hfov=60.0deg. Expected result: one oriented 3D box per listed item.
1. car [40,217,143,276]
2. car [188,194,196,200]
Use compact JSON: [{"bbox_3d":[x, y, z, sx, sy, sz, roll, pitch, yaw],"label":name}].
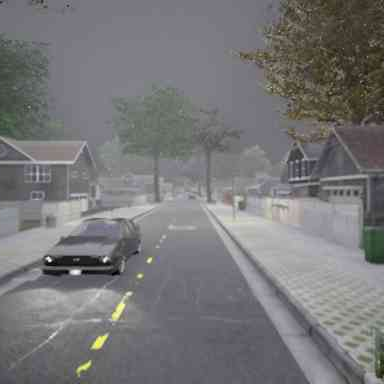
[{"bbox_3d":[-2.752,1.516,10.535,2.033,1.411,5.357,0,0,0],"label":"car"},{"bbox_3d":[0.026,1.202,82.416,1.882,1.535,5.008,0,0,0],"label":"car"}]
